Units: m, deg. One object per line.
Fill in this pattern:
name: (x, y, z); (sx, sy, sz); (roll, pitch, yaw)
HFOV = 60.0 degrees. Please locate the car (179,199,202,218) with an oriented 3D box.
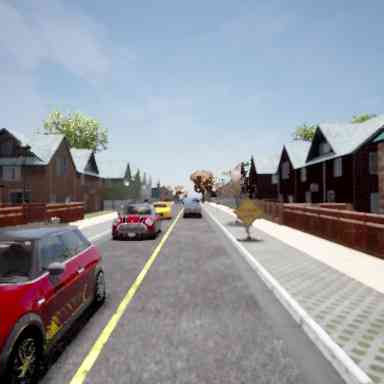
car: (0.050, 1.754, 33.107); (2.033, 1.411, 5.357); (0, 0, 0)

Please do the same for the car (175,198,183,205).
car: (-2.762, 2.028, 74.737); (2.097, 1.767, 4.553); (0, -1, 0)

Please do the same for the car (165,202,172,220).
car: (-2.820, 1.658, 29.909); (1.882, 1.535, 5.008); (0, -1, 0)

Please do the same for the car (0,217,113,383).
car: (-2.850, 1.373, 5.036); (2.097, 1.767, 4.553); (0, 0, 0)

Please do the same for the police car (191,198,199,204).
police car: (0.810, 2.348, 89.835); (1.930, 1.638, 5.238); (0, -1, 0)

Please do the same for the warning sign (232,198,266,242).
warning sign: (2.504, 1.188, 14.737); (1.300, 1.860, 1.060); (-1, -1, 0)

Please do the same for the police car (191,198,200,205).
police car: (0.812, 2.194, 79.836); (1.930, 1.638, 5.238); (0, -1, 0)

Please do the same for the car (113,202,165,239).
car: (-2.850, 1.446, 17.947); (2.097, 1.767, 4.553); (0, 0, 0)
